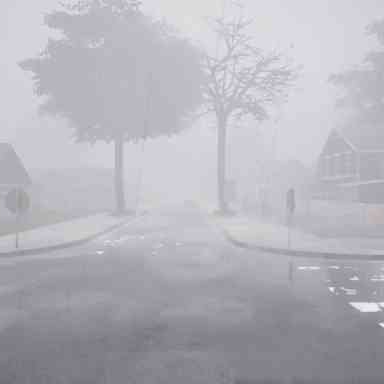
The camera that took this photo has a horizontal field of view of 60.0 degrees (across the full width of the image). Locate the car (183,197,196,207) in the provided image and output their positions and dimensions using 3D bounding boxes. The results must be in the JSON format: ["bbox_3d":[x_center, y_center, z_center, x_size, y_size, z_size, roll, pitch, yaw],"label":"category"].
[{"bbox_3d":[-0.410,1.519,51.646,1.812,1.442,4.674,0,0,0],"label":"car"}]

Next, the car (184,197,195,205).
[{"bbox_3d":[-0.491,1.593,61.678,1.895,1.301,4.718,0,0,0],"label":"car"}]
